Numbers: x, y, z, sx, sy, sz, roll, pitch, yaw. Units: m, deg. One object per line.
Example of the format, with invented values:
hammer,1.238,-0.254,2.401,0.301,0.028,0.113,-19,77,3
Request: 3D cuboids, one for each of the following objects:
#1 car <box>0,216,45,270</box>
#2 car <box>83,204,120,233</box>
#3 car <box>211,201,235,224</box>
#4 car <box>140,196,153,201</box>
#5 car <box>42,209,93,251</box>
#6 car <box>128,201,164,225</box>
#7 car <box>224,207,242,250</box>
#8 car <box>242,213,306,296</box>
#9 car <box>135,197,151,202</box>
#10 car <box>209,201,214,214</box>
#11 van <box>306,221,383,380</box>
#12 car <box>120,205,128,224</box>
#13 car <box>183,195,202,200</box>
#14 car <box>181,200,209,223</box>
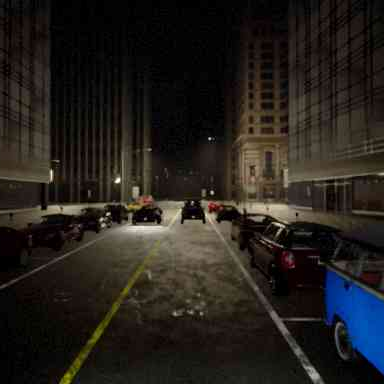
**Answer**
car,-5.854,1.554,8.668,1.887,1.381,4.507,1,0,0
car,-5.860,1.584,19.587,2.008,1.369,4.403,1,0,0
car,2.661,1.632,25.046,1.802,1.307,4.206,0,0,0
car,-5.871,1.432,41.424,2.192,1.841,5.009,0,0,0
car,-5.857,1.602,14.127,1.802,1.307,4.206,1,0,0
car,-3.109,1.611,24.142,1.994,1.385,4.181,0,0,0
car,2.668,1.565,14.127,1.887,1.381,4.507,1,0,0
car,2.672,1.450,8.668,1.967,1.590,4.097,1,0,0
car,-5.869,1.617,35.794,1.752,1.417,4.829,0,0,0
car,2.655,1.637,35.966,1.887,1.381,4.507,0,0,0
van,2.676,1.344,3.208,1.690,1.788,3.998,1,0,0
car,-5.863,1.615,25.046,1.947,1.339,4.313,1,0,0
car,0.079,1.347,43.087,2.150,2.045,5.566,0,0,0
car,0.088,1.578,25.770,1.812,1.442,4.674,0,0,0
